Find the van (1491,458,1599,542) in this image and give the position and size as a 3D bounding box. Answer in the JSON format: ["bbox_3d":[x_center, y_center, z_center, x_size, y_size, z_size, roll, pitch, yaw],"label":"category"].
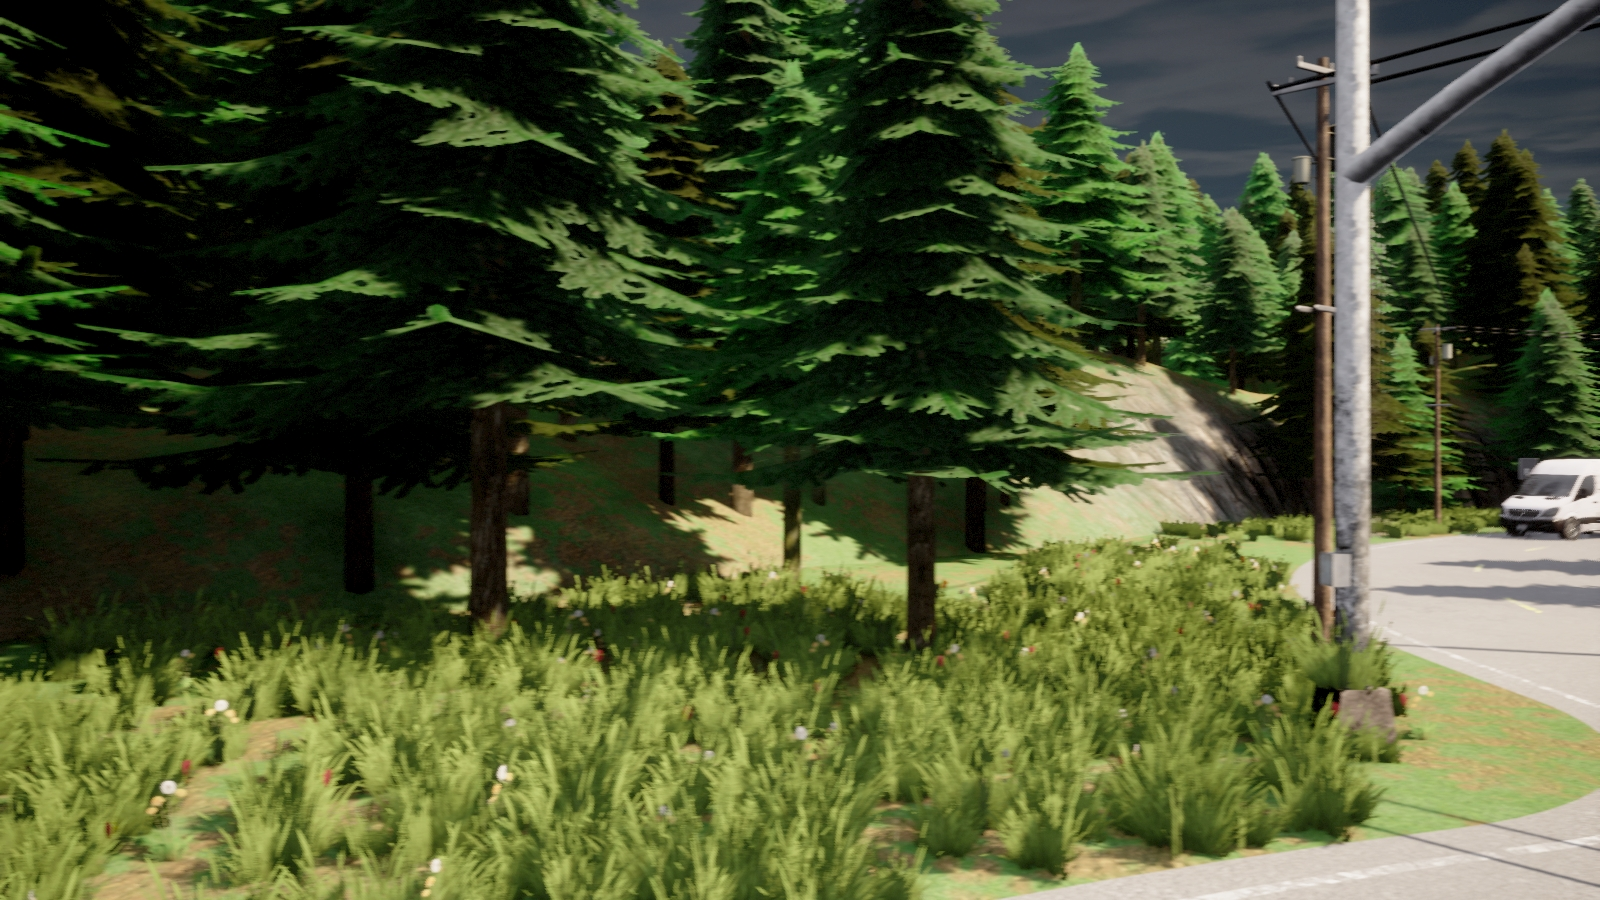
[{"bbox_3d":[25.568,1.558,37.459,5.915,2.561,1.988,0,0,-24],"label":"van"}]
